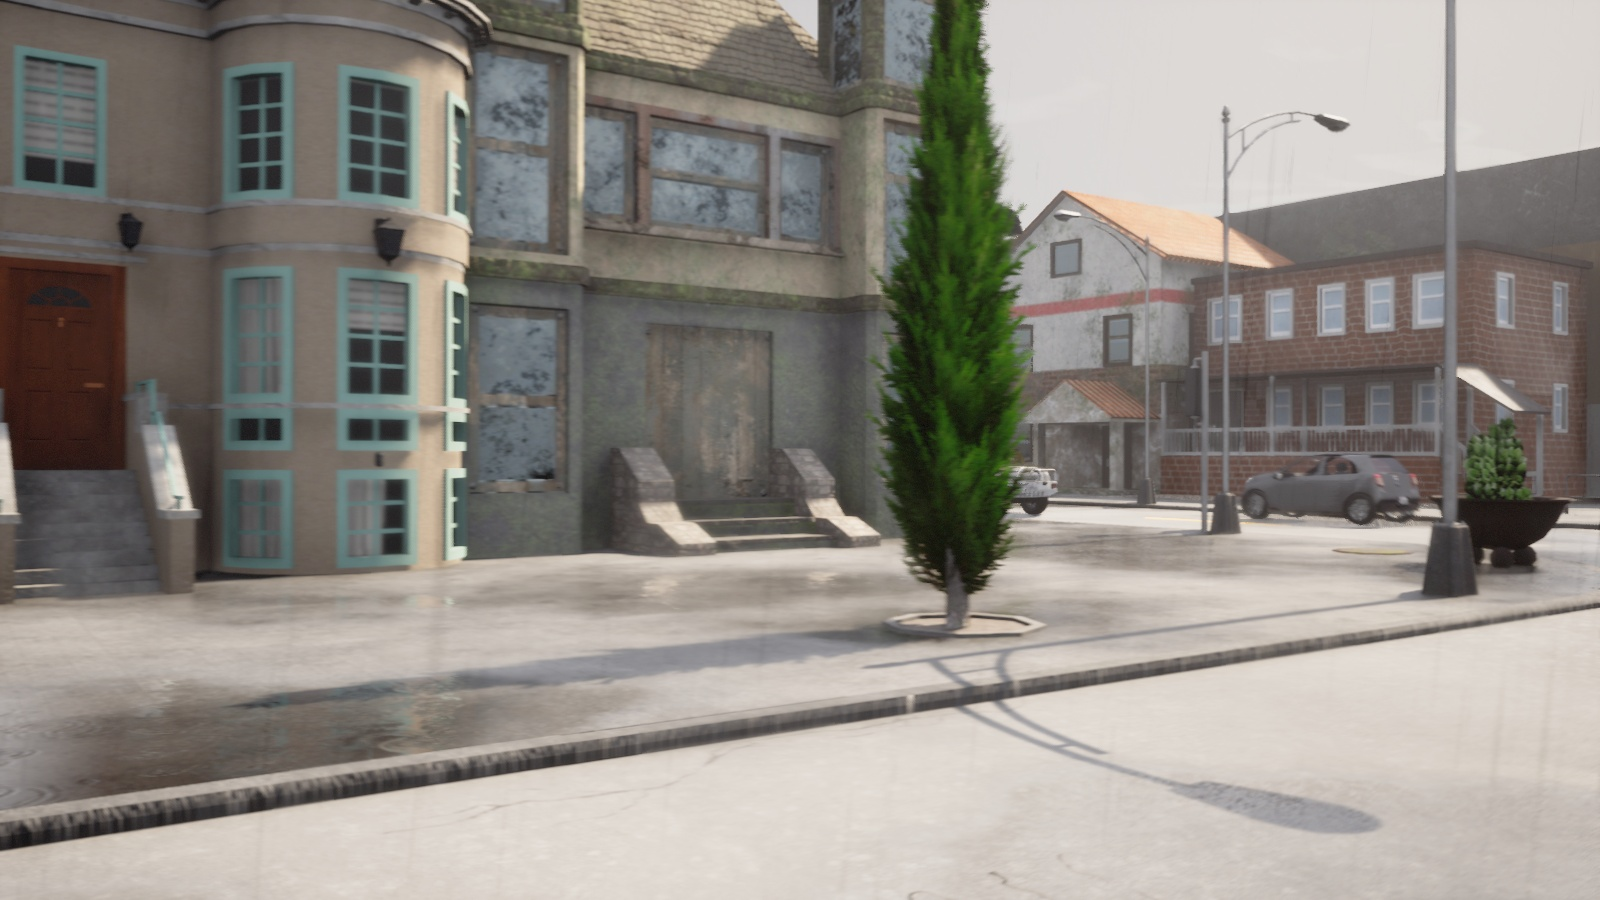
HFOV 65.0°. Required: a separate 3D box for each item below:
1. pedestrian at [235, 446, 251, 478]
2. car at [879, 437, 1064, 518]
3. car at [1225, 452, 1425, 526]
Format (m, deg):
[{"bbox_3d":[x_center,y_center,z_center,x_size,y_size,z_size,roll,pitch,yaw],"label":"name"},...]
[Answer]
[{"bbox_3d":[-32.460,0.703,73.165,0.634,1.844,0.899,0,0,-37],"label":"pedestrian"},{"bbox_3d":[4.130,0.629,31.017,1.932,1.855,4.605,0,0,-34],"label":"car"},{"bbox_3d":[11.429,0.802,27.517,1.845,1.501,3.633,0,0,-34],"label":"car"}]
